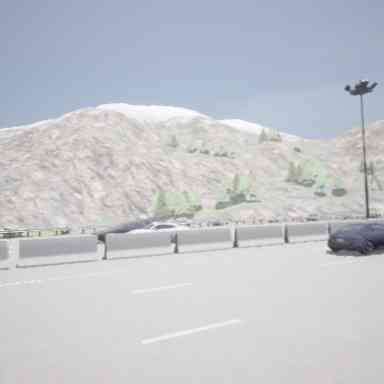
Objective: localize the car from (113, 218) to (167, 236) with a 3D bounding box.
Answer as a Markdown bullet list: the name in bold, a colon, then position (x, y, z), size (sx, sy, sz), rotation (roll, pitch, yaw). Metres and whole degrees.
- **car**: position (-5.132, 3.396, 33.054), size (4.902, 1.511, 2.128), rotation (0, -3, -26)

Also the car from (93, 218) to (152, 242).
- **car**: position (-4.793, 3.044, 25.463), size (5.357, 1.411, 2.033), rotation (0, -3, -27)

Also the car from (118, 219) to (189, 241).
- **car**: position (-2.365, 2.808, 22.748), size (4.674, 1.442, 1.812), rotation (0, -3, -26)

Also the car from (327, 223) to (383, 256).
- **car**: position (8.628, 2.173, 16.111), size (4.181, 1.385, 1.994), rotation (0, -3, -24)
